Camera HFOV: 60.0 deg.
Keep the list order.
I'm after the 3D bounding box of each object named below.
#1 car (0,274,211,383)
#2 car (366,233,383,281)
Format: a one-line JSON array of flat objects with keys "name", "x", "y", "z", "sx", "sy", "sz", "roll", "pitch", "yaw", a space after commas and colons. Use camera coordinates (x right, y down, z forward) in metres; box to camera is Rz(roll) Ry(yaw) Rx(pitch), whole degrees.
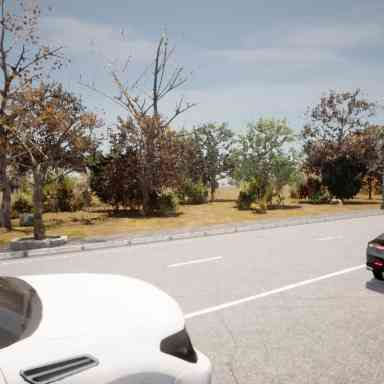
[{"name": "car", "x": -2.490, "y": 1.219, "z": 1.974, "sx": 5.566, "sy": 2.045, "sz": 2.150, "roll": 0, "pitch": 0, "yaw": -36}, {"name": "car", "x": 6.178, "y": 1.350, "z": 8.150, "sx": 4.902, "sy": 1.511, "sz": 2.128, "roll": -1, "pitch": 1, "yaw": -35}]
